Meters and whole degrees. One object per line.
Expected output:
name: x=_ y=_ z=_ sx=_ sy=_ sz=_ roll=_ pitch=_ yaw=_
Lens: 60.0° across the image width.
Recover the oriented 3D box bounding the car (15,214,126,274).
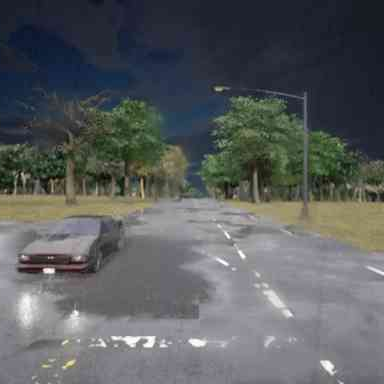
car: x=-3.476 y=1.462 z=10.770 sx=2.033 sy=1.411 sz=5.357 roll=1 pitch=2 yaw=0

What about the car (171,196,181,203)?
car: x=-3.410 y=1.674 z=72.230 sx=1.837 sy=1.490 sz=4.892 roll=0 pitch=0 yaw=1
